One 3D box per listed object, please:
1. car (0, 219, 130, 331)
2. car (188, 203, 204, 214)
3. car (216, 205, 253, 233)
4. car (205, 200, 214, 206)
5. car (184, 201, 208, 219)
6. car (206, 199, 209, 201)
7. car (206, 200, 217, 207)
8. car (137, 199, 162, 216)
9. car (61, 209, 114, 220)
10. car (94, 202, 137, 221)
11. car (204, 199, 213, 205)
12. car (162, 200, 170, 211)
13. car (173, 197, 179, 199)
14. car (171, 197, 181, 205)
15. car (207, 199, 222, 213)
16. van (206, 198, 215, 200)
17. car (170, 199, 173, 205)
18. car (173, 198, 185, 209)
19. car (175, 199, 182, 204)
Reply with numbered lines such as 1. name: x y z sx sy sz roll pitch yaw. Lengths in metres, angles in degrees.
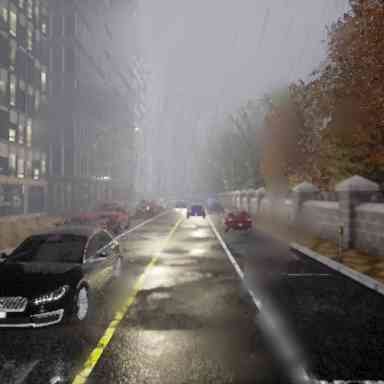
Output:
1. car: -2.823 1.589 7.347 1.837 1.490 4.892 0 -1 0
2. car: 0.571 2.092 43.464 1.895 1.301 4.718 0 -1 2
3. car: 2.843 1.790 21.602 1.887 1.381 4.507 0 -1 1
4. car: 4.066 2.460 77.892 1.802 1.307 4.206 0 -1 1
5. car: 0.404 1.899 32.996 1.812 1.442 4.674 0 -1 1
6. car: 3.369 2.129 49.799 1.947 1.339 4.313 0 -1 2
7. car: 3.823 2.303 66.659 2.008 1.369 4.403 0 -1 1
8. car: -5.074 1.742 37.883 2.192 1.841 5.009 0 -1 1
9. car: -5.243 1.719 15.380 1.887 1.381 4.507 0 -1 0
10. car: -5.189 1.552 21.008 2.192 1.841 5.009 0 -1 1
11. car: 4.162 2.491 83.511 2.008 1.369 4.403 0 -1 1
12. car: -4.821 2.105 49.122 2.008 1.369 4.403 0 -1 1
13. car: -4.233 2.358 71.630 2.008 1.369 4.403 0 -1 1
14. car: -4.019 2.247 82.910 2.192 1.841 5.009 0 -1 1
15. car: 3.233 2.044 44.160 1.887 1.381 4.507 0 -1 1
16. van: 3.676 2.031 61.046 1.690 1.788 3.998 0 -1 1
17. car: -4.671 2.168 54.741 2.008 1.369 4.403 0 -1 1
18. car: -1.885 2.224 58.469 1.994 1.385 4.181 0 -1 2
19. car: -3.872 2.579 94.020 1.752 1.417 4.829 0 -1 1
